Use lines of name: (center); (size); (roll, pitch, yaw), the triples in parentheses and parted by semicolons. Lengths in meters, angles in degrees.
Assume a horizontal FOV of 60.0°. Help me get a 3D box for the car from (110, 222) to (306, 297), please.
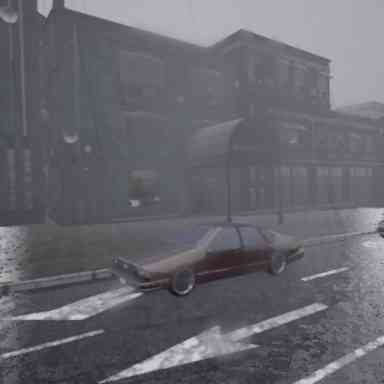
car: (0.683, 1.524, 8.721); (5.357, 1.411, 2.033); (0, 0, -35)

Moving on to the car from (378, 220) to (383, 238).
car: (10.786, 1.436, 15.961); (4.674, 1.442, 1.812); (0, 0, -35)
